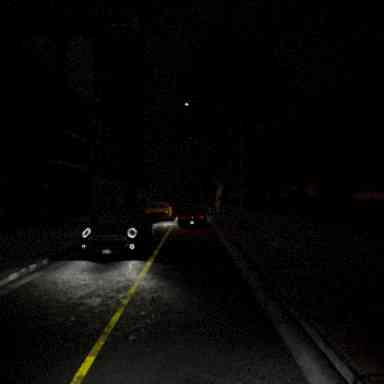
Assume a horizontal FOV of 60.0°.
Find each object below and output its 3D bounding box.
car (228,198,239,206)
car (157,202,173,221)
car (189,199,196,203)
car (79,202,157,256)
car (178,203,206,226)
[{"bbox_3d":[10.869,2.393,78.034,5.009,1.841,2.192,1,-2,0],"label":"car"},{"bbox_3d":[-2.769,1.631,29.270,1.882,1.535,5.008,0,-1,1],"label":"car"},{"bbox_3d":[0.063,2.512,91.286,1.994,1.385,4.181,0,-1,0],"label":"car"},{"bbox_3d":[-2.808,1.393,13.237,2.097,1.767,4.553,0,0,0],"label":"car"},{"bbox_3d":[0.018,1.717,23.985,1.895,1.301,4.718,0,0,0],"label":"car"}]
